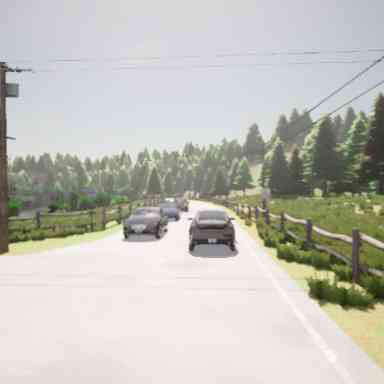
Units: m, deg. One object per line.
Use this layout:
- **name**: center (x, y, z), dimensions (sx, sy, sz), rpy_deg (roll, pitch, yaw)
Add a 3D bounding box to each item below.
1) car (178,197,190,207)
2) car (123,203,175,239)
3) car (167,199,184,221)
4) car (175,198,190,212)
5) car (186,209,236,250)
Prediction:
- **car**: center (-1.305, 1.658, 54.786), dimensions (1.882, 1.535, 5.008), rpy_deg (0, 0, 0)
- **car**: center (-2.395, 1.562, 18.034), dimensions (2.128, 1.511, 4.902), rpy_deg (0, 0, 3)
- **car**: center (-1.941, 1.627, 28.339), dimensions (1.812, 1.442, 4.674), rpy_deg (0, 0, 2)
- **car**: center (-1.477, 1.487, 40.172), dimensions (2.097, 1.767, 4.553), rpy_deg (0, 0, 2)
- **car**: center (0.857, 1.547, 14.664), dimensions (1.837, 1.490, 4.892), rpy_deg (0, 0, 3)
